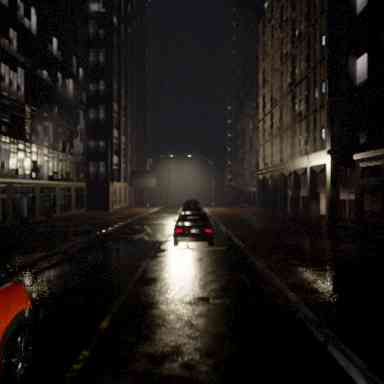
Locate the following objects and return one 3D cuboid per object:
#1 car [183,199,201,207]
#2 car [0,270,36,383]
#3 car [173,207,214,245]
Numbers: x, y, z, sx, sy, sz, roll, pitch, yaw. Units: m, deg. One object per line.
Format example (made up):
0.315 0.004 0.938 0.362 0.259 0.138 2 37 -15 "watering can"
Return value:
0.000 1.640 39.606 2.097 1.767 4.553 0 0 0 "car"
-3.004 1.372 2.266 2.097 1.767 4.553 0 0 0 "car"
0.055 1.660 16.080 2.033 1.411 5.357 0 0 0 "car"
